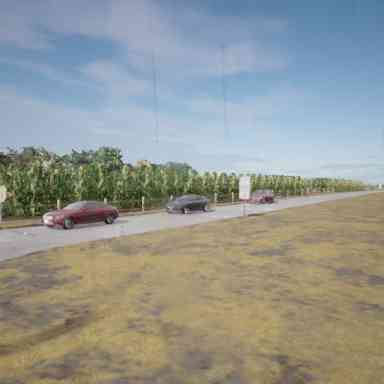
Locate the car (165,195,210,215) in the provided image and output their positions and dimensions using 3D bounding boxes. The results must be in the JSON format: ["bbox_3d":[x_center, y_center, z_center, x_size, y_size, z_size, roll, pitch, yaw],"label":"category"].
[{"bbox_3d":[-0.290,1.049,28.146,1.837,1.490,4.892,1,2,36],"label":"car"}]

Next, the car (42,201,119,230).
[{"bbox_3d":[-6.410,1.264,19.603,1.812,1.442,4.674,1,2,36],"label":"car"}]

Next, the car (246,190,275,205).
[{"bbox_3d":[8.315,0.567,40.124,2.097,1.767,4.553,1,2,36],"label":"car"}]
